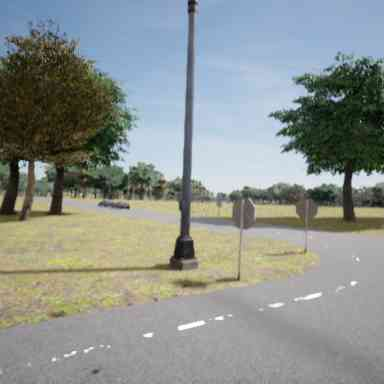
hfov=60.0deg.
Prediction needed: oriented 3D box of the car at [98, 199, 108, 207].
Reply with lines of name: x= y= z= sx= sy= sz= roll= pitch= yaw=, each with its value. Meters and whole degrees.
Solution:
car: x=-15.773 y=2.097 z=61.769 sx=2.033 sy=1.411 sz=5.357 roll=4 pitch=-1 yaw=-33

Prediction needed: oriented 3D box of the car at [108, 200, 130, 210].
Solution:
car: x=-11.939 y=2.177 z=56.010 sx=1.994 sy=1.385 sz=4.181 roll=4 pitch=-2 yaw=-33
